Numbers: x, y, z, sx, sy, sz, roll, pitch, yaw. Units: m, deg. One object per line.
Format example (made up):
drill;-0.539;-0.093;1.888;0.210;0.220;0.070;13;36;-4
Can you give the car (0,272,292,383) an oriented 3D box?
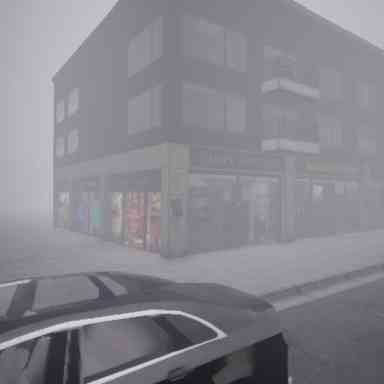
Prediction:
car;-1.350;1.491;2.415;4.902;1.511;2.128;0;0;-36
